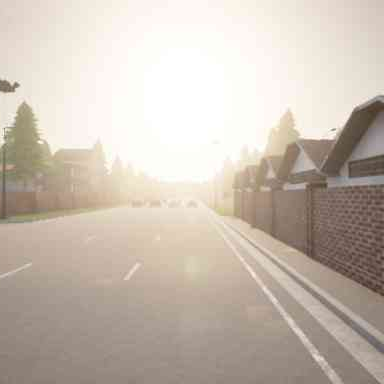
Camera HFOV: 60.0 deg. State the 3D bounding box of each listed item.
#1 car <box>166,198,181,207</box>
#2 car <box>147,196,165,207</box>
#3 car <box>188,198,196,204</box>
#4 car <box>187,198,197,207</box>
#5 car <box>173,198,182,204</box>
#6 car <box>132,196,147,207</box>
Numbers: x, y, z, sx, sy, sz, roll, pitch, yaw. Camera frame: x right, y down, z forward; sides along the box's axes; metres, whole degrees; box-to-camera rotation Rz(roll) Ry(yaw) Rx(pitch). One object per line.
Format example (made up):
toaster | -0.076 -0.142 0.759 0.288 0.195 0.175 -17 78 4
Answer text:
car | -3.510 2.144 65.482 1.812 1.442 4.674 0 0 0
car | -7.011 1.966 65.191 2.097 1.767 4.553 0 -1 0
car | -0.017 2.111 80.812 1.837 1.490 4.892 0 -1 0
car | -0.010 2.144 65.501 1.812 1.442 4.674 0 0 0
car | -3.517 2.151 80.811 2.033 1.411 5.357 0 -1 0
car | -10.510 2.125 65.418 1.837 1.490 4.892 0 0 0
